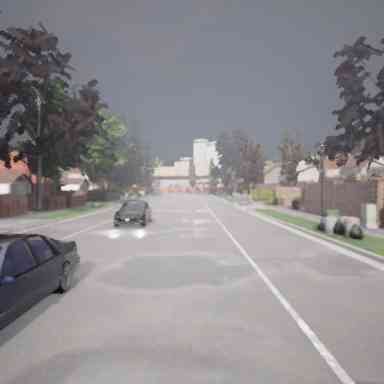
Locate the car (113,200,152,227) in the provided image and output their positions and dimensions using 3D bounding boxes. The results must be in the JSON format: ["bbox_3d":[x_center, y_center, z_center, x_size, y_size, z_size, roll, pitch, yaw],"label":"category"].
[{"bbox_3d":[-3.603,1.291,20.914,1.837,1.490,4.892,0,1,0],"label":"car"}]

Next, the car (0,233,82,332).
[{"bbox_3d":[-3.602,1.488,5.863,2.033,1.411,5.357,0,1,0],"label":"car"}]
